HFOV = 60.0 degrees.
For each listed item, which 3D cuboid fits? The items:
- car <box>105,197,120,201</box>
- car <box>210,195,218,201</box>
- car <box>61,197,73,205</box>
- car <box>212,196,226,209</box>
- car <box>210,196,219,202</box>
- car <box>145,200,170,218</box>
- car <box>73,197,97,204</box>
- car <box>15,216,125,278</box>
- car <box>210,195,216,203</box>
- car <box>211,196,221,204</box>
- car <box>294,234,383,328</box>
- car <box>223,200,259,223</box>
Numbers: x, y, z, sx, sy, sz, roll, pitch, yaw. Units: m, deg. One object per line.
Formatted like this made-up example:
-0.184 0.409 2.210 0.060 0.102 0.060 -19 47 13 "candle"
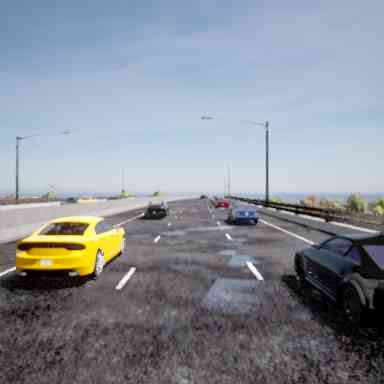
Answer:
-13.116 1.551 55.598 1.882 1.535 5.008 0 0 2 "car"
5.914 1.685 89.987 1.882 1.535 5.008 0 0 3 "car"
-20.117 1.598 55.494 1.812 1.442 4.674 0 0 2 "car"
4.154 1.612 46.332 1.994 1.385 4.181 0 0 2 "car"
5.370 1.648 79.078 2.128 1.511 4.902 0 0 3 "car"
-3.105 1.509 30.375 2.128 1.511 4.902 0 0 1 "car"
-16.711 1.542 52.998 1.882 1.535 5.008 0 0 2 "car"
-3.356 1.479 10.159 1.882 1.535 5.008 0 0 0 "car"
4.489 1.605 57.249 1.812 1.442 4.674 0 0 2 "car"
4.895 1.640 68.164 1.812 1.442 4.674 0 0 2 "car"
3.627 1.566 6.995 1.994 1.385 4.181 0 0 0 "car"
3.807 1.560 25.325 2.033 1.411 5.357 0 0 1 "car"
